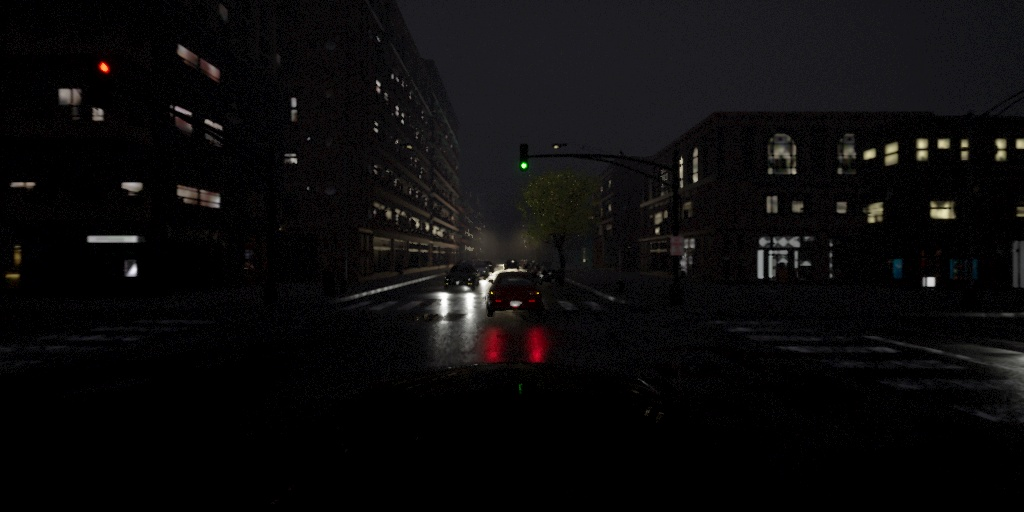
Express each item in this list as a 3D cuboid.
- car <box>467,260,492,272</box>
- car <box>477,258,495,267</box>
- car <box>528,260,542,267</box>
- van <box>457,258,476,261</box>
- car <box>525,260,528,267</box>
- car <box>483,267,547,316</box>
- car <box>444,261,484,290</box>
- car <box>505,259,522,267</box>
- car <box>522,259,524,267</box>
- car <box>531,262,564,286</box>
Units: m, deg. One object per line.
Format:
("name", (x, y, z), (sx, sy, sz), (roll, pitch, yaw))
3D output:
("car", (-3.086, 1.334, 32.810), (1.812, 1.442, 4.674), (0, 0, 0))
("car", (-3.077, 1.336, 43.224), (1.837, 1.490, 4.892), (0, 0, 0))
("car", (2.686, 1.245, 31.235), (1.967, 1.591, 4.097), (0, 0, 0))
("van", (-5.697, 1.172, 42.629), (1.690, 1.789, 3.998), (0, 0, 0))
("car", (2.685, 1.258, 36.931), (1.967, 1.591, 4.097), (0, 0, 0))
("car", (0.087, 1.292, 13.287), (1.812, 1.442, 4.674), (0, 0, 0))
("car", (-3.093, 1.291, 22.868), (1.837, 1.490, 4.892), (0, 0, 0))
("car", (-0.007, 1.210, 52.243), (2.097, 1.767, 4.553), (0, 0, 0))
("car", (2.683, 1.414, 54.021), (2.007, 1.370, 4.403), (0, 0, 0))
("car", (2.687, 1.343, 25.538), (2.007, 1.370, 4.403), (0, 0, 0))
